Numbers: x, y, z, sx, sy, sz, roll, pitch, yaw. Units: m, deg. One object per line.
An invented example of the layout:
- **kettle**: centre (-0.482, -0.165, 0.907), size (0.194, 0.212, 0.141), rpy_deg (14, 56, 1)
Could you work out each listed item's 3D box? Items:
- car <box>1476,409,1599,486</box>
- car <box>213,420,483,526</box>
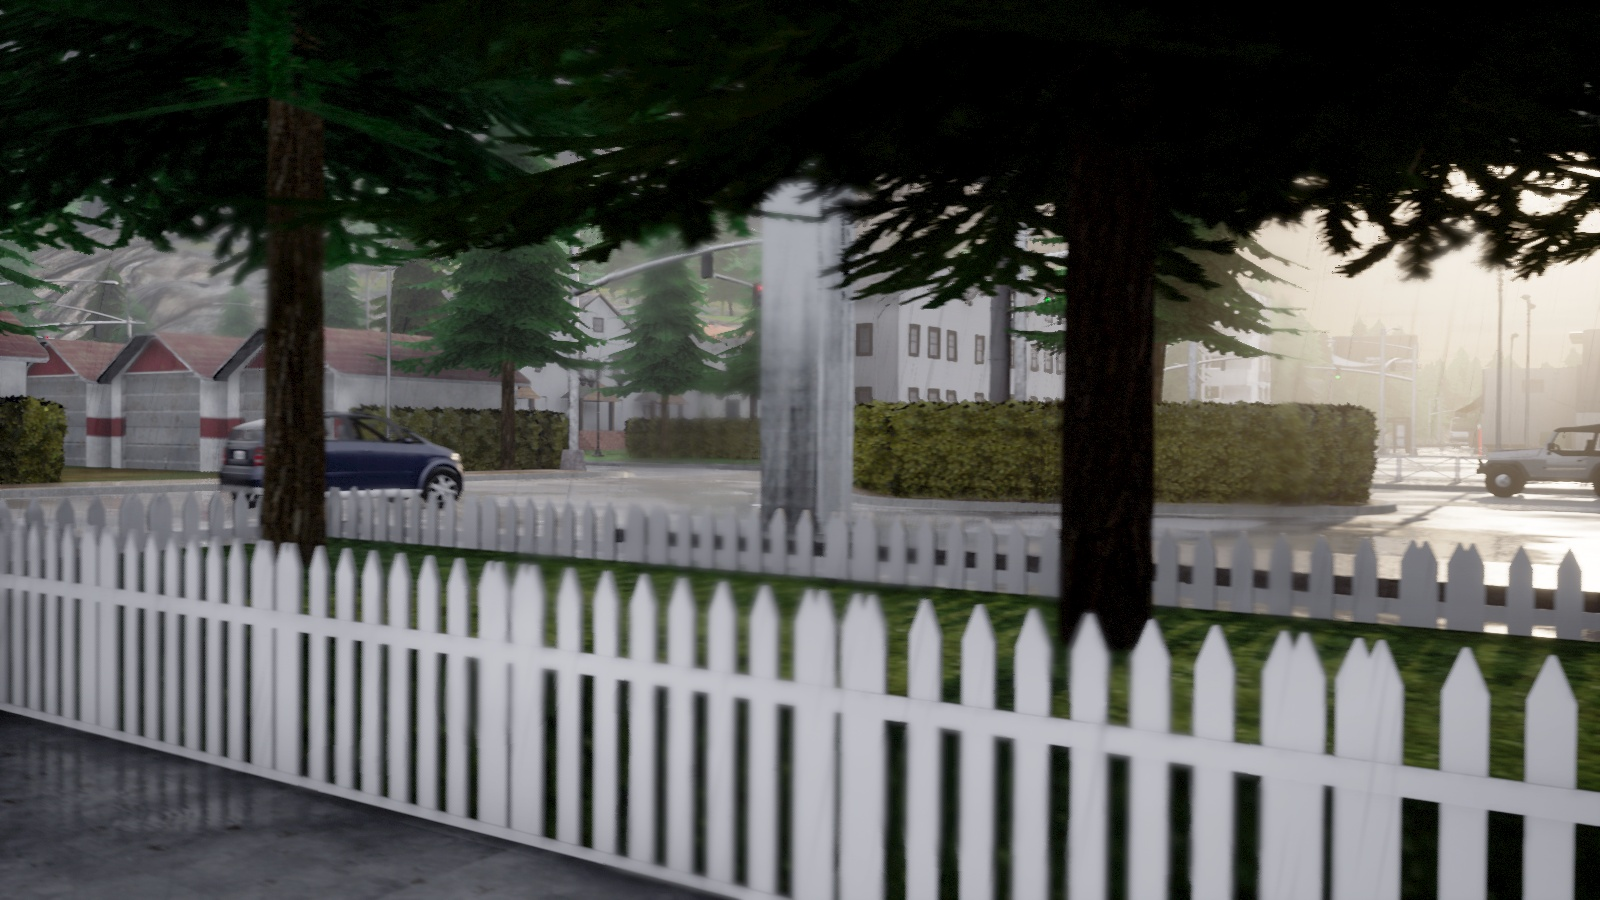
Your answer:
- **car**: centre (19.280, -0.078, 31.566), size (3.866, 1.878, 1.905), rpy_deg (0, 1, 34)
- **car**: centre (-7.251, 0.310, 20.367), size (1.789, 1.549, 3.705), rpy_deg (0, 1, 44)
